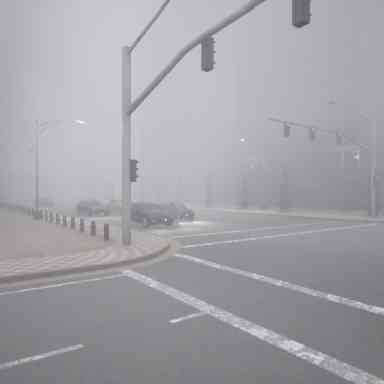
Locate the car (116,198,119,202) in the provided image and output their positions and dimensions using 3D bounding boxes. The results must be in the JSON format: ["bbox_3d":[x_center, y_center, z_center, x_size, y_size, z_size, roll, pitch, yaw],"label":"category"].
[{"bbox_3d":[-7.208,1.422,34.090,1.882,1.535,5.008,0,0,-35],"label":"car"}]

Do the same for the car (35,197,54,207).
[{"bbox_3d":[-21.730,1.422,48.890,1.882,1.535,5.008,0,0,-35],"label":"car"}]

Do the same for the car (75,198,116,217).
[{"bbox_3d":[-9.308,1.492,30.986,2.033,1.411,5.357,0,0,-35],"label":"car"}]

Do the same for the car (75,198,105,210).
[{"bbox_3d":[-13.154,1.492,42.616,2.033,1.411,5.357,0,0,-35],"label":"car"}]

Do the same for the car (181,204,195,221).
[{"bbox_3d":[-1.547,1.509,26.091,1.994,1.385,4.181,0,0,-36],"label":"car"}]

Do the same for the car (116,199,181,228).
[{"bbox_3d":[-3.018,1.449,22.142,1.837,1.490,4.892,0,0,-36],"label":"car"}]
